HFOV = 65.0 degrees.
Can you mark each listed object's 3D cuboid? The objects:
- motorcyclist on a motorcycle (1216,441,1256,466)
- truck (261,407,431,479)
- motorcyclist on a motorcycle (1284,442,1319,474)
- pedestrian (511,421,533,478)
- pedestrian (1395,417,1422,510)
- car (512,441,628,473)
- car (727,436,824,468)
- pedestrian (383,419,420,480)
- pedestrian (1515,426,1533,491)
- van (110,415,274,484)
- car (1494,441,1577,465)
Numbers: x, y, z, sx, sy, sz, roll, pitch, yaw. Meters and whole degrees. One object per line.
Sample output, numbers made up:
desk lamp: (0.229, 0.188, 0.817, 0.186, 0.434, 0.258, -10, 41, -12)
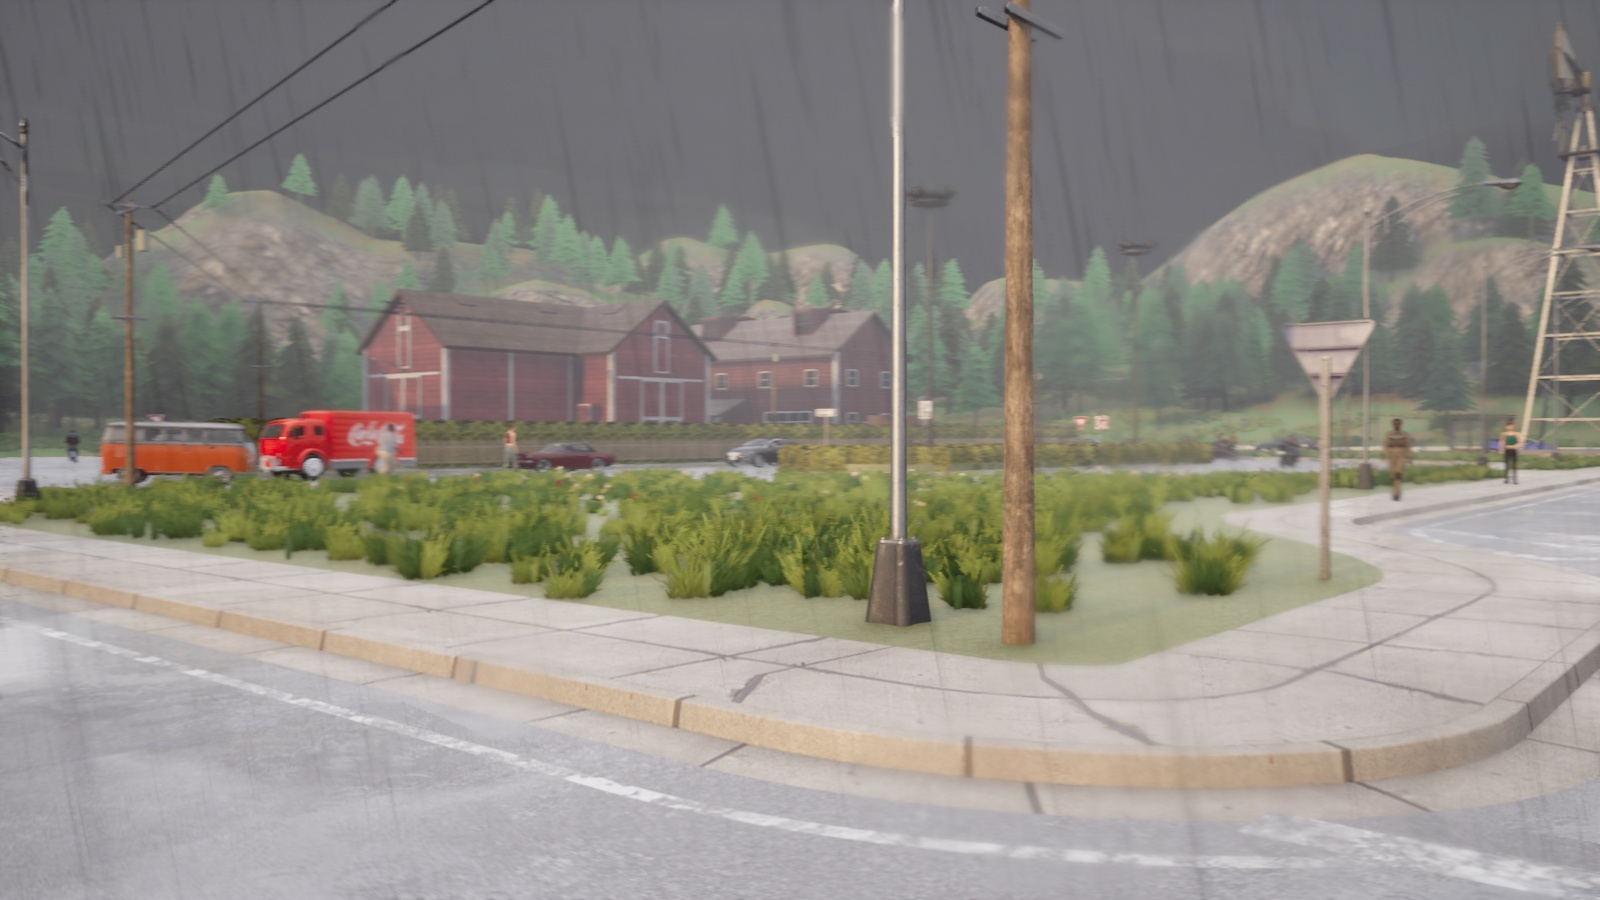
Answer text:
motorcyclist on a motorcycle: (27.171, 0.191, 78.267, 0.866, 1.530, 2.191, 0, 1, -39)
truck: (-16.448, -0.272, 45.709, 2.627, 2.467, 5.204, 1, 1, 39)
motorcyclist on a motorcycle: (24.388, 0.361, 61.034, 0.866, 1.530, 2.191, 1, 1, 41)
pedestrian: (-9.012, -0.022, 40.668, 0.345, 1.836, 0.594, 1, 1, 41)
pedestrian: (12.863, 0.280, 26.551, 0.396, 1.930, 0.692, 1, 1, 35)
car: (-9.743, 0.277, 53.538, 1.895, 1.301, 4.718, 1, 1, 41)
car: (-1.199, 0.084, 63.311, 2.128, 1.511, 4.902, 1, 1, 41)
pedestrian: (-12.232, -0.022, 38.544, 0.900, 1.855, 0.874, 0, 1, -31)
pedestrian: (20.649, 0.231, 35.834, 0.345, 1.836, 0.594, 1, 1, 38)
van: (-19.096, -0.027, 39.639, 4.442, 1.987, 1.775, 2, 1, -19)
car: (49.380, 0.186, 84.353, 4.514, 1.525, 2.007, 1, 1, 42)
